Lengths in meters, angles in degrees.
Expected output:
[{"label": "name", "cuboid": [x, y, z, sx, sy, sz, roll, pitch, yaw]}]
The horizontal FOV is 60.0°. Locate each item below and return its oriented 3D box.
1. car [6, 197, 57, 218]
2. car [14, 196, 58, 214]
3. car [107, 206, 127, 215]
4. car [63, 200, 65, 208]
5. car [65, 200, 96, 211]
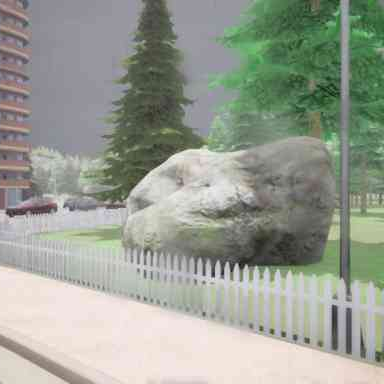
[{"label": "car", "cuboid": [-14.413, 1.421, 30.208, 1.882, 1.535, 5.008, 0, 0, 15]}, {"label": "car", "cuboid": [-16.670, 1.295, 35.855, 2.097, 1.767, 4.553, 0, 0, 8]}, {"label": "car", "cuboid": [-6.467, 1.421, 32.233, 1.882, 1.535, 5.008, 0, 0, 13]}, {"label": "car", "cuboid": [-16.382, 1.448, 45.890, 1.837, 1.490, 4.892, 0, 0, -8]}, {"label": "car", "cuboid": [-12.755, 1.507, 39.046, 1.994, 1.385, 4.181, 0, 0, 4]}]
